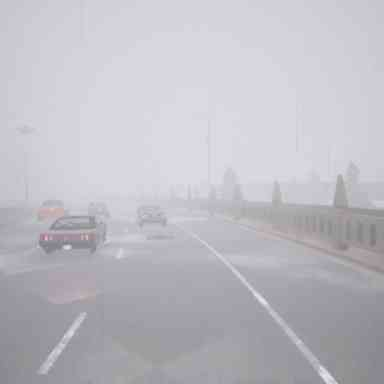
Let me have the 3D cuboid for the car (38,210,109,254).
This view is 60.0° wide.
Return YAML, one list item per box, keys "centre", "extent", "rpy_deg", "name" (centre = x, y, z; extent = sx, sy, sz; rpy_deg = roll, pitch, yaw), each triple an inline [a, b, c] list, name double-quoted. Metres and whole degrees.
- centre: [-4.658, 1.626, 13.737]
  extent: [1.895, 1.301, 4.718]
  rpy_deg: [0, 0, -8]
  name: "car"

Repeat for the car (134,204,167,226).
- centre: [-2.986, 1.574, 23.500]
  extent: [2.033, 1.411, 5.357]
  rpy_deg: [0, 0, -14]
  name: "car"

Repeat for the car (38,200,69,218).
- centre: [-11.649, 1.423, 28.244]
  extent: [2.097, 1.767, 4.553]
  rpy_deg: [0, 0, -17]
  name: "car"

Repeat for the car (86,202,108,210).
- centre: [-8.959, 1.607, 31.533]
  extent: [2.033, 1.411, 5.357]
  rpy_deg: [0, 0, -19]
  name: "car"

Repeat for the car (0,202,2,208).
- centre: [-29.332, 1.754, 49.122]
  extent: [2.033, 1.411, 5.357]
  rpy_deg: [0, 0, -32]
  name: "car"
